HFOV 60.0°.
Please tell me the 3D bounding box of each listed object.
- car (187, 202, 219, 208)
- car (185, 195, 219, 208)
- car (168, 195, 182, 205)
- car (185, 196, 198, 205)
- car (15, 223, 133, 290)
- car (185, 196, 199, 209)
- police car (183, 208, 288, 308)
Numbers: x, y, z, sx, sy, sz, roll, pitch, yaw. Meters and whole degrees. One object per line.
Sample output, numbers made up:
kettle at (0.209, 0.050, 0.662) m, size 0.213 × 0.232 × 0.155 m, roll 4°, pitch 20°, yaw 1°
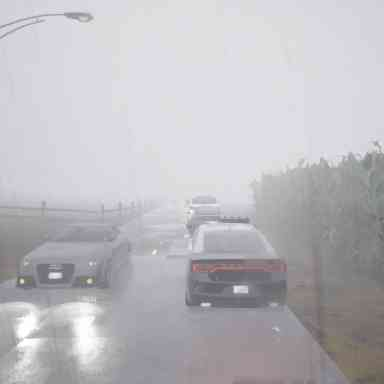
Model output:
car at (0.803, 1.490, 18.021) m, size 1.837 × 1.490 × 4.892 m, roll 0°, pitch 0°, yaw 0°
car at (0.794, 1.197, 24.050) m, size 2.150 × 2.045 × 5.566 m, roll 0°, pitch 0°, yaw 0°
car at (-2.815, 1.303, 56.072) m, size 2.097 × 1.767 × 4.553 m, roll 0°, pitch 0°, yaw 0°
car at (-0.069, 1.452, 59.821) m, size 2.128 × 1.511 × 4.902 m, roll 0°, pitch 0°, yaw 0°
car at (-2.862, 1.558, 8.959) m, size 1.994 × 1.385 × 4.181 m, roll 0°, pitch 0°, yaw 0°
car at (-0.013, 1.419, 46.376) m, size 1.882 × 1.535 × 5.008 m, roll 0°, pitch 0°, yaw 1°
police car at (0.814, 1.420, 8.131) m, size 1.930 × 1.638 × 5.238 m, roll 0°, pitch 0°, yaw 0°
